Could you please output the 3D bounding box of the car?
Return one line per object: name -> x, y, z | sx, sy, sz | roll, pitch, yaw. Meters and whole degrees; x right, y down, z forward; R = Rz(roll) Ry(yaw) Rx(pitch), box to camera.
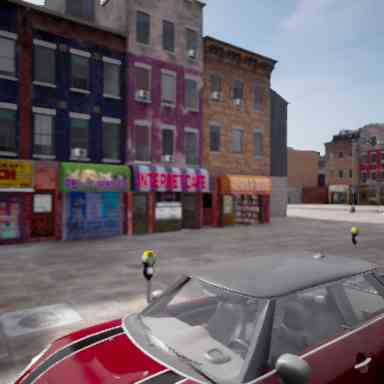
car -> 0.445, 1.439, 3.118 | 4.097, 1.590, 1.967 | 0, 1, -36
